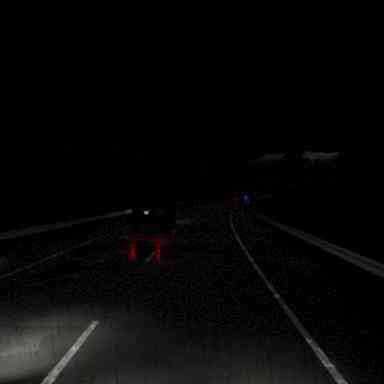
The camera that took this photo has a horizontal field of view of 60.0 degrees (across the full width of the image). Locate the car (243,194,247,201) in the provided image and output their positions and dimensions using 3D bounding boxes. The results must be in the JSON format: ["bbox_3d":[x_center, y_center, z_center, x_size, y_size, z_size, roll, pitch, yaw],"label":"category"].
[{"bbox_3d":[10.690,1.721,76.097,2.128,1.511,4.902,0,0,17],"label":"car"}]

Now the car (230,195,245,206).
[{"bbox_3d":[7.907,1.749,59.854,1.882,1.535,5.008,0,0,13],"label":"car"}]

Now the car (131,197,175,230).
[{"bbox_3d":[-2.438,1.314,21.942,2.150,2.045,5.566,0,0,4],"label":"car"}]

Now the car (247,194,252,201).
[{"bbox_3d":[14.813,1.513,89.247,2.150,2.045,5.566,0,0,18],"label":"car"}]
